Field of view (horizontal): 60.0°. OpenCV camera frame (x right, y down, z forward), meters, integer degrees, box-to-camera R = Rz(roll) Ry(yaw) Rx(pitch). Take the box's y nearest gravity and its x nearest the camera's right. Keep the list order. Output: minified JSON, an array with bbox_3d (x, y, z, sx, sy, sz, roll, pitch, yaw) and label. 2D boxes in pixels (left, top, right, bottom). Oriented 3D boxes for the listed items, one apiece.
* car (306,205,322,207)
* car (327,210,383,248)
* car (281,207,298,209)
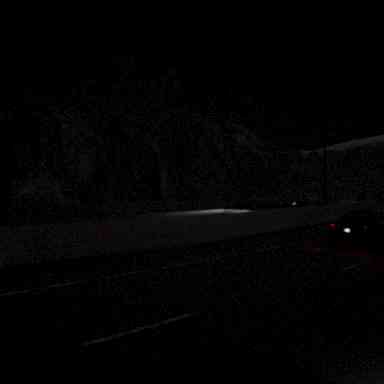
[{"bbox_3d":[14.177,1.372,35.256,1.812,1.442,4.674,0,0,44],"label":"car"},{"bbox_3d":[7.740,1.490,14.594,4.181,1.385,1.994,-1,0,-40],"label":"car"},{"bbox_3d":[11.732,1.210,37.767,2.097,1.767,4.553,0,0,44],"label":"car"}]
